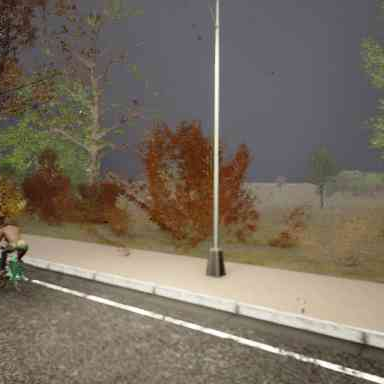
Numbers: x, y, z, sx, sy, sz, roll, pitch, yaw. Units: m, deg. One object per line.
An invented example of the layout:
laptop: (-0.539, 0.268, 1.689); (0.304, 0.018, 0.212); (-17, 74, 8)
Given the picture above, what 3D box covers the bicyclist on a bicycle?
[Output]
bicyclist on a bicycle: (-4.080, 1.435, 7.486); (1.656, 1.620, 0.582); (0, 0, 35)
